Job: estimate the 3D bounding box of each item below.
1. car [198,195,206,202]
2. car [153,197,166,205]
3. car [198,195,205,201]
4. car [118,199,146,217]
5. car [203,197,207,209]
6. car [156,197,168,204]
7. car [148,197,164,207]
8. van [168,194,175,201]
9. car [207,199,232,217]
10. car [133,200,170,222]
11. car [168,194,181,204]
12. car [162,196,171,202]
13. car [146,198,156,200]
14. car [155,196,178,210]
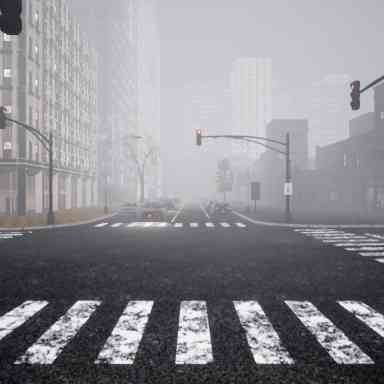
[{"bbox_3d":[2.647,1.600,75.187,2.008,1.369,4.403,0,0,0],"label":"car"},{"bbox_3d":[-5.724,1.594,58.559,1.947,1.339,4.313,0,0,0],"label":"car"},{"bbox_3d":[2.637,1.639,91.810,1.947,1.339,4.313,0,0,0],"label":"car"},{"bbox_3d":[-5.707,1.591,30.855,1.802,1.307,4.206,0,0,0],"label":"car"},{"bbox_3d":[2.667,1.598,41.943,1.802,1.307,4.206,0,0,0],"label":"car"},{"bbox_3d":[-5.727,1.600,64.101,1.947,1.339,4.313,0,0,0],"label":"car"},{"bbox_3d":[-5.720,1.575,53.019,2.008,1.369,4.403,0,0,0],"label":"car"},{"bbox_3d":[-5.743,1.414,91.805,1.690,1.788,3.998,0,0,0],"label":"van"},{"bbox_3d":[2.674,1.554,30.860,1.887,1.381,4.507,0,0,0],"label":"car"},{"bbox_3d":[-3.114,1.569,26.420,1.994,1.385,4.181,0,0,0],"label":"car"},{"bbox_3d":[-3.065,1.597,61.972,1.994,1.385,4.181,0,0,0],"label":"car"},{"bbox_3d":[-5.734,1.631,75.181,1.802,1.307,4.206,0,0,0],"label":"car"},{"bbox_3d":[-5.714,1.541,41.767,1.752,1.417,4.829,0,0,0],"label":"car"},{"bbox_3d":[-3.120,1.580,41.836,1.994,1.385,4.181,0,0,0],"label":"car"}]
